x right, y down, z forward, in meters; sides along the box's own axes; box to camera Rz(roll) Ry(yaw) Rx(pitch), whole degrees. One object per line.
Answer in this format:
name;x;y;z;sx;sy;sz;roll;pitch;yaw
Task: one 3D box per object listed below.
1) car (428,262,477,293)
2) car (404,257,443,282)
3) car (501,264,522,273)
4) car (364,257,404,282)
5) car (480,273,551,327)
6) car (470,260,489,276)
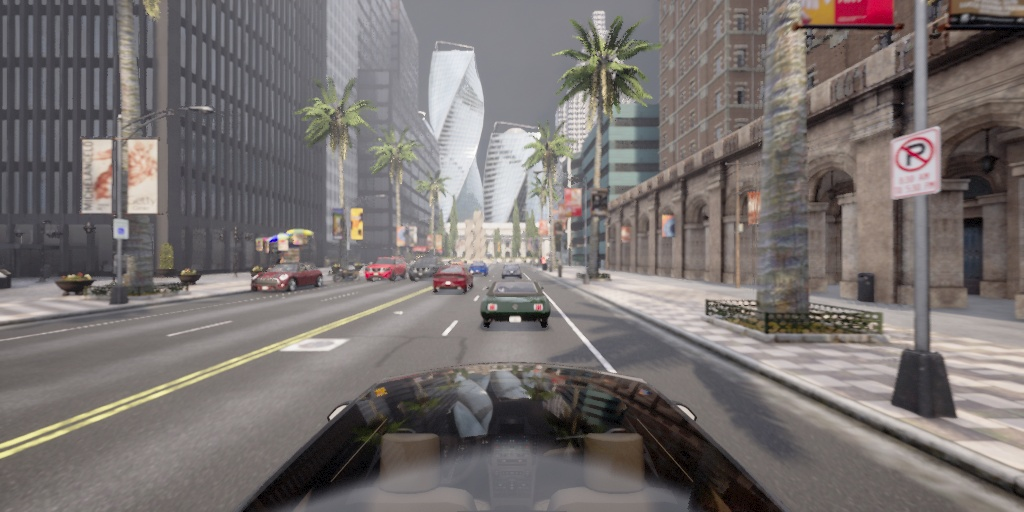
car;-3.432;1.304;21.640;1.882;1.535;5.008;0;0;0
car;-7.218;1.084;30.933;2.150;2.045;5.566;0;0;-1
car;-0.046;1.419;33.380;2.033;1.411;5.357;0;0;-1
car;-10.718;1.084;30.914;2.150;2.045;5.566;0;0;-1
car;0.101;1.389;11.691;1.895;1.301;4.718;0;0;0
car;-3.614;1.373;39.650;1.882;1.535;5.008;0;0;-1
